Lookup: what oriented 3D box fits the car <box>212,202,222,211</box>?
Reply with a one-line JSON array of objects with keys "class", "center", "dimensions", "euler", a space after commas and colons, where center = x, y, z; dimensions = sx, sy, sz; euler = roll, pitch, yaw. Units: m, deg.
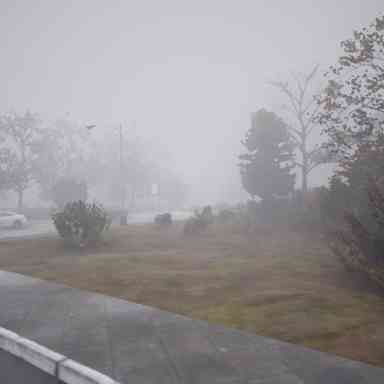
[{"class": "car", "center": [5.021, 2.318, 53.557], "dimensions": [1.837, 1.490, 4.892], "euler": [-3, -2, 32]}]

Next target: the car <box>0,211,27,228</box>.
[{"class": "car", "center": [-16.039, 2.334, 27.234], "dimensions": [1.812, 1.442, 4.674], "euler": [-3, -2, 34]}]

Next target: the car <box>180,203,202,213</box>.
[{"class": "car", "center": [-0.176, 2.504, 52.128], "dimensions": [1.994, 1.385, 4.181], "euler": [-3, -2, 32]}]

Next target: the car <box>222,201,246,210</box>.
[{"class": "car", "center": [7.121, 2.195, 50.317], "dimensions": [2.033, 1.411, 5.357], "euler": [-3, -2, 32]}]

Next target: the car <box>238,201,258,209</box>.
[{"class": "car", "center": [10.446, 2.409, 62.091], "dimensions": [1.837, 1.490, 4.892], "euler": [-3, -2, 33]}]

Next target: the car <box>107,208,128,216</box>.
[{"class": "car", "center": [-9.495, 2.437, 37.355], "dimensions": [1.895, 1.301, 4.718], "euler": [-3, -2, 33]}]
